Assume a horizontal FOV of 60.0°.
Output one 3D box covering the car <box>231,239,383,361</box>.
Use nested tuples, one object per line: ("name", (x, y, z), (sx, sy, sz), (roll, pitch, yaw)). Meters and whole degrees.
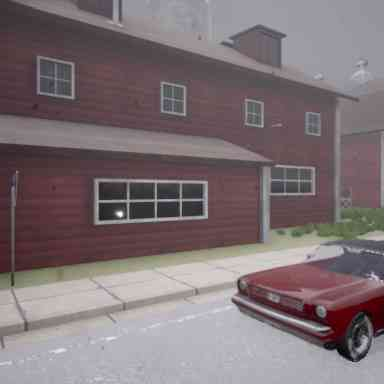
("car", (3.002, 1.601, 6.011), (4.718, 1.301, 1.895), (0, 0, -34))
